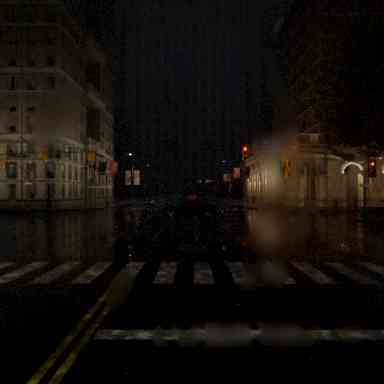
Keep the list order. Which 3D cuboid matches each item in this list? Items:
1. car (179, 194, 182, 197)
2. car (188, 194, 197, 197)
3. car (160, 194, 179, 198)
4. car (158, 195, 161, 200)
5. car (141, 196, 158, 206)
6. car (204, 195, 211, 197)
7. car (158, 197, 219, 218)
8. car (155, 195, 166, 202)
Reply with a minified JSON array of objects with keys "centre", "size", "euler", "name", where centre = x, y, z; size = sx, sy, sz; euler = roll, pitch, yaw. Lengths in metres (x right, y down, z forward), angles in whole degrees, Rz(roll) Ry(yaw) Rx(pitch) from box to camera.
[{"centre":[-3.534,1.547,64.503],"size":[2.033,1.411,5.357],"euler":[0,0,2],"name":"car"},{"centre":[0.133,1.279,78.610],"size":[2.097,1.767,4.553],"euler":[0,0,1],"name":"car"},{"centre":[-3.584,1.505,54.260],"size":[1.837,1.490,4.892],"euler":[0,0,1],"name":"car"},{"centre":[-7.049,1.564,63.785],"size":[1.994,1.385,4.181],"euler":[0,0,2],"name":"car"},{"centre":[-7.085,1.505,54.279],"size":[1.837,1.490,4.892],"euler":[0,0,0],"name":"car"},{"centre":[3.633,1.464,78.607],"size":[2.033,1.411,5.357],"euler":[0,0,1],"name":"car"},{"centre":[-0.157,1.477,29.450],"size":[5.008,1.535,1.882],"euler":[0,0,0],"name":"car"},{"centre":[-6.913,1.500,73.914],"size":[1.837,1.490,4.892],"euler":[0,0,1],"name":"car"}]
